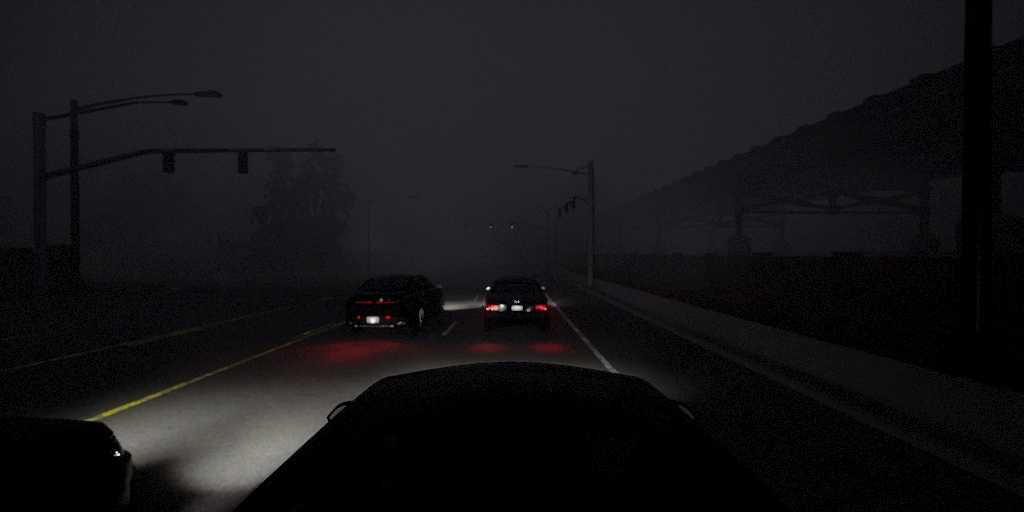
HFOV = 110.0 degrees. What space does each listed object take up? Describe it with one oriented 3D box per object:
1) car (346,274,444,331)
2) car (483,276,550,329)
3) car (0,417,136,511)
[{"bbox_3d":[-3.385,1.296,11.141,1.837,1.490,4.892,0,0,0],"label":"car"},{"bbox_3d":[0.122,1.341,11.392,2.033,1.411,5.357,0,0,0],"label":"car"},{"bbox_3d":[-3.403,1.247,0.303,1.837,1.490,4.892,0,0,0],"label":"car"}]
